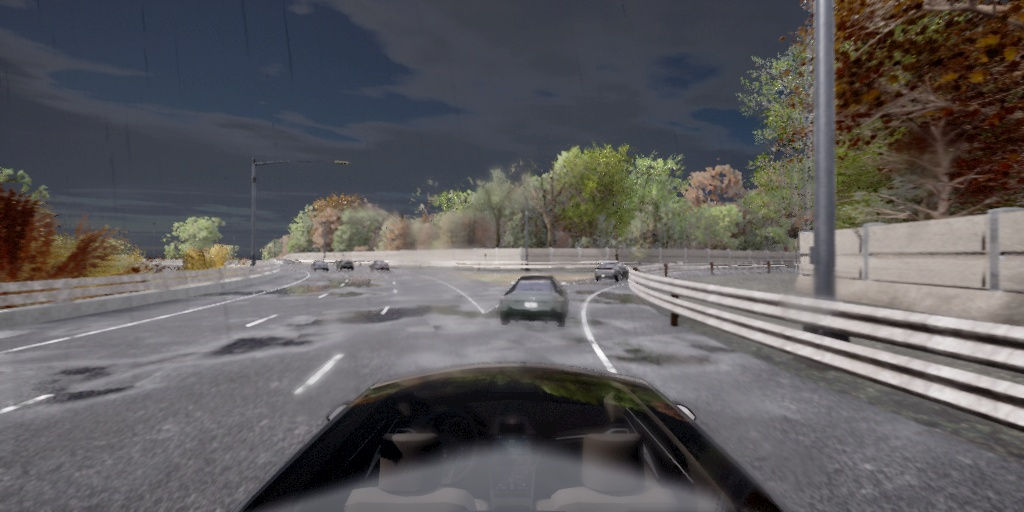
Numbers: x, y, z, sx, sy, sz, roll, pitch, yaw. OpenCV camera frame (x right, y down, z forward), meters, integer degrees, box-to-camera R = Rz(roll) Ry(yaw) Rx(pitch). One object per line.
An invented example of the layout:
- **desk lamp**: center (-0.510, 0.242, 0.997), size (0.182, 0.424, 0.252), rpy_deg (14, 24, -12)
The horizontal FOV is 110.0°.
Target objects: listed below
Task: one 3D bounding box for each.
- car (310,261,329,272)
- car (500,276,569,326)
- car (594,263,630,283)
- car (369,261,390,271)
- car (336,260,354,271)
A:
- **car**: center (-26.767, 1.399, 49.809), size (2.033, 1.411, 5.357), rpy_deg (0, 0, -35)
- **car**: center (0.870, 1.335, 11.914), size (1.994, 1.385, 4.181), rpy_deg (0, 0, 10)
- **car**: center (8.233, 1.295, 28.723), size (2.128, 1.511, 4.902), rpy_deg (0, 0, 36)
- **car**: center (-18.688, 1.399, 50.361), size (2.033, 1.411, 5.357), rpy_deg (0, 0, -33)
- **car**: center (-24.560, 1.357, 52.628), size (1.837, 1.490, 4.892), rpy_deg (0, -2, -35)
